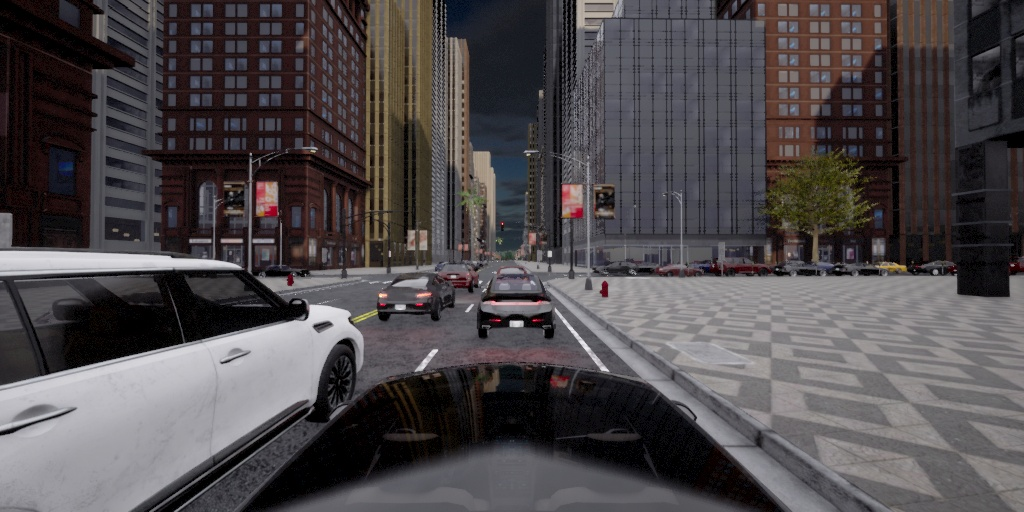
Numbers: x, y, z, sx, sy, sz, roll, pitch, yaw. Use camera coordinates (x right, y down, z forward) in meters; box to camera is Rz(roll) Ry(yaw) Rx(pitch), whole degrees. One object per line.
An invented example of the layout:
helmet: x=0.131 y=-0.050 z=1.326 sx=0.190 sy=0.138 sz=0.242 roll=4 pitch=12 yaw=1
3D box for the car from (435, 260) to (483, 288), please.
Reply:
car: x=-3.153 y=1.139 z=21.404 sx=2.097 sy=1.767 sz=4.553 roll=0 pitch=0 yaw=0

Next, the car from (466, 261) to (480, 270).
car: x=-6.589 y=1.553 z=61.336 sx=1.812 sy=1.442 sz=4.674 roll=0 pitch=0 yaw=0

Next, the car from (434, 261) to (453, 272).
car: x=-9.849 y=1.489 z=51.962 sx=1.812 sy=1.442 sz=4.674 roll=0 pitch=0 yaw=0

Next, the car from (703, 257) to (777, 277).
car: x=20.948 y=1.036 z=33.061 sx=5.009 sy=1.841 sz=2.192 roll=0 pitch=0 yaw=-1

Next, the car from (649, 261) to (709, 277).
car: x=15.309 y=1.323 z=32.972 sx=4.207 sy=1.307 sz=1.802 roll=0 pitch=0 yaw=-1

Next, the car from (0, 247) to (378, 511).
car: x=-3.155 y=0.972 z=2.644 sx=2.150 sy=2.045 sz=5.566 roll=0 pitch=0 yaw=0

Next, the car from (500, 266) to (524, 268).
car: x=-0.004 y=1.258 z=19.613 sx=1.882 sy=1.535 sz=5.008 roll=0 pitch=0 yaw=0

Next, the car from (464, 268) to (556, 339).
car: x=0.097 y=1.247 z=10.112 sx=2.128 sy=1.511 sz=4.902 roll=0 pitch=0 yaw=0

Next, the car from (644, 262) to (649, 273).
car: x=15.177 y=1.407 z=41.496 sx=4.313 sy=1.339 sz=1.948 roll=0 pitch=0 yaw=-1

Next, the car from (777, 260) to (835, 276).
car: x=26.585 y=1.271 z=33.149 sx=4.313 sy=1.339 sz=1.948 roll=0 pitch=0 yaw=-1

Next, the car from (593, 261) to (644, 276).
car: x=11.203 y=1.329 z=38.659 sx=4.892 sy=1.490 sz=1.837 roll=0 pitch=-1 yaw=-2

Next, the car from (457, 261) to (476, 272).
car: x=-6.608 y=1.456 z=52.237 sx=2.128 sy=1.511 sz=4.902 roll=0 pitch=0 yaw=0

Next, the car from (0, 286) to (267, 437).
car: x=-6.600 y=1.351 z=5.925 sx=1.895 sy=1.301 sz=4.718 roll=0 pitch=0 yaw=0

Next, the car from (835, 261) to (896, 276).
car: x=32.222 y=1.255 z=33.238 sx=4.313 sy=1.339 sz=1.948 roll=0 pitch=0 yaw=-1

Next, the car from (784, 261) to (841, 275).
car: x=32.609 y=1.282 z=39.012 sx=4.674 sy=1.442 sz=1.812 roll=0 pitch=-1 yaw=-1

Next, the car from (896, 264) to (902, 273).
car: x=43.200 y=1.289 z=41.937 sx=4.829 sy=1.417 sz=1.751 roll=0 pitch=0 yaw=-1

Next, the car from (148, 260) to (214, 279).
car: x=-32.225 y=1.320 z=35.001 sx=4.553 sy=1.767 sz=2.097 roll=0 pitch=-1 yaw=0

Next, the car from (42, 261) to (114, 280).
car: x=-42.278 y=1.366 z=35.021 sx=4.553 sy=1.767 sz=2.097 roll=0 pitch=-1 yaw=1

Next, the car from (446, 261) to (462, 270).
car: x=-9.838 y=1.552 z=61.210 sx=1.812 sy=1.442 sz=4.674 roll=0 pitch=0 yaw=0

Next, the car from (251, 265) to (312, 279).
car: x=-22.407 y=1.523 z=34.992 sx=4.718 sy=1.301 sz=1.895 roll=0 pitch=-1 yaw=-3

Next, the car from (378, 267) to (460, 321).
car: x=-3.152 y=1.286 z=12.423 sx=1.812 sy=1.442 sz=4.674 roll=0 pitch=0 yaw=0

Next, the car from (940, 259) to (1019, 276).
car: x=43.498 y=1.209 z=33.416 sx=4.507 sy=1.381 sz=1.888 roll=0 pitch=0 yaw=-1

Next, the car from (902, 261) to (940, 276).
car: x=42.847 y=1.200 z=36.032 sx=4.892 sy=1.490 sz=1.837 roll=0 pitch=-1 yaw=-1

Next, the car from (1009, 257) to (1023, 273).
car: x=49.136 y=0.968 z=33.505 sx=5.009 sy=1.841 sz=2.192 roll=0 pitch=0 yaw=-1
